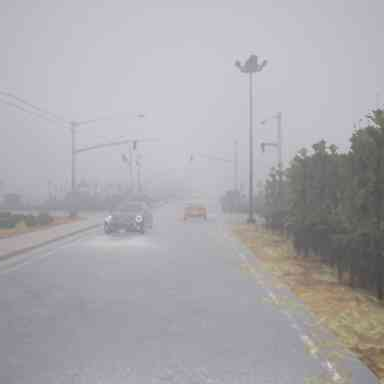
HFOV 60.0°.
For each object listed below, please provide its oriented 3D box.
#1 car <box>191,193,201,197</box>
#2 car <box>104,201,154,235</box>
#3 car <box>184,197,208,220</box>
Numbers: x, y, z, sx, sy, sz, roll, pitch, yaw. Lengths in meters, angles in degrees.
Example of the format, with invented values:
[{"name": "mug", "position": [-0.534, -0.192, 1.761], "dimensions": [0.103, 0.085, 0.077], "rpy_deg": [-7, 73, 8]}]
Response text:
[{"name": "car", "position": [0.897, 0.953, 71.411], "dimensions": [1.812, 1.442, 4.674], "rpy_deg": [0, -1, 8]}, {"name": "car", "position": [-3.492, 1.372, 19.018], "dimensions": [2.097, 1.767, 4.553], "rpy_deg": [0, 0, 1]}, {"name": "car", "position": [0.355, 1.509, 28.868], "dimensions": [1.882, 1.535, 5.008], "rpy_deg": [0, 0, 3]}]
